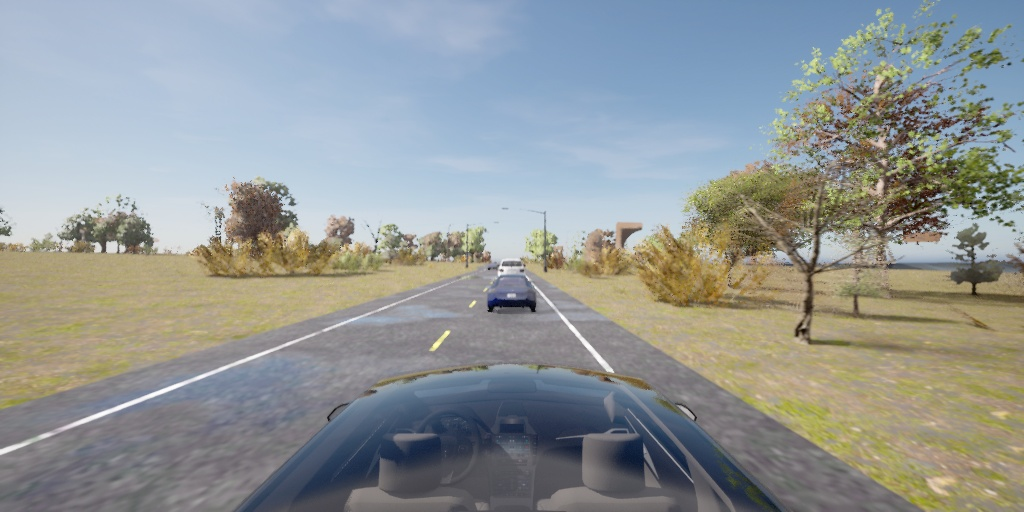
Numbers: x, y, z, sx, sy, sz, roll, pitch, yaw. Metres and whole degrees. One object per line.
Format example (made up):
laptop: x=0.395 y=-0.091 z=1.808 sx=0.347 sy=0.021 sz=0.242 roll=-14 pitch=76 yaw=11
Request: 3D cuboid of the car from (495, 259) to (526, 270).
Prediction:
car: x=-0.010 y=1.274 z=29.454 sx=2.150 sy=2.045 sz=5.566 roll=0 pitch=0 yaw=0

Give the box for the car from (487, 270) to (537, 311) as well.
car: x=0.007 y=1.460 z=15.349 sx=1.994 sy=1.385 sz=4.181 roll=0 pitch=-1 yaw=1
